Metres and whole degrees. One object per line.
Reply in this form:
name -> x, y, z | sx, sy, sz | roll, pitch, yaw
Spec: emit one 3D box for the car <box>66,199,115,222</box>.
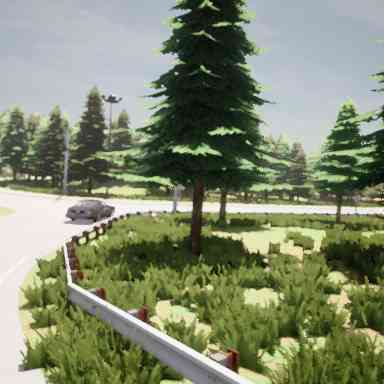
car -> -7.133, 1.246, 23.859 | 2.033, 1.411, 5.357 | 4, 2, 4
